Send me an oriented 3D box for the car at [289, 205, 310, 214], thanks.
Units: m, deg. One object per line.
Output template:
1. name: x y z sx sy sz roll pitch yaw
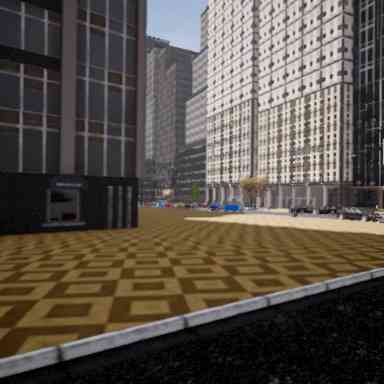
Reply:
1. car: 16.775 2.640 51.167 1.947 1.339 4.313 0 -1 -24

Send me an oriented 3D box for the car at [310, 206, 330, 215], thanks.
1. car: 19.107 2.530 46.049 1.947 1.339 4.313 0 -1 -24

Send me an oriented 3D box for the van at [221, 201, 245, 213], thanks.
1. van: 6.815 2.392 52.817 1.690 1.788 3.998 0 -1 -24

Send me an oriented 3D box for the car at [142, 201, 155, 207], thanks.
1. car: -11.841 3.510 93.753 1.887 1.381 4.507 0 -1 -24

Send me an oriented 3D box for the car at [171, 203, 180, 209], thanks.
1. car: -2.442 3.024 73.129 1.752 1.417 4.829 0 -1 -24

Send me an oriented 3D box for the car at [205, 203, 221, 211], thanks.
1. car: 4.917 2.871 63.494 1.812 1.442 4.674 1 -2 -24

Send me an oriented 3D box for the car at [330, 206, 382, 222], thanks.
1. car: 16.146 2.165 32.341 2.008 1.369 4.403 0 -1 -24

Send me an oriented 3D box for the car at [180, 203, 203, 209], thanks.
1. car: -0.180 2.938 68.166 2.008 1.369 4.403 0 -1 -24

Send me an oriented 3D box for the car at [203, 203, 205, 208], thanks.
1. car: 2.781 3.333 81.873 1.802 1.307 4.206 0 -1 -24

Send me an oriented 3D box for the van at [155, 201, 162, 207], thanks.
1. van: -7.178 3.074 83.522 1.690 1.788 3.998 0 -1 -24

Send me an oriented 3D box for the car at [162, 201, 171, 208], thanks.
1. car: -4.844 3.162 78.401 1.887 1.381 4.507 0 -1 -24
